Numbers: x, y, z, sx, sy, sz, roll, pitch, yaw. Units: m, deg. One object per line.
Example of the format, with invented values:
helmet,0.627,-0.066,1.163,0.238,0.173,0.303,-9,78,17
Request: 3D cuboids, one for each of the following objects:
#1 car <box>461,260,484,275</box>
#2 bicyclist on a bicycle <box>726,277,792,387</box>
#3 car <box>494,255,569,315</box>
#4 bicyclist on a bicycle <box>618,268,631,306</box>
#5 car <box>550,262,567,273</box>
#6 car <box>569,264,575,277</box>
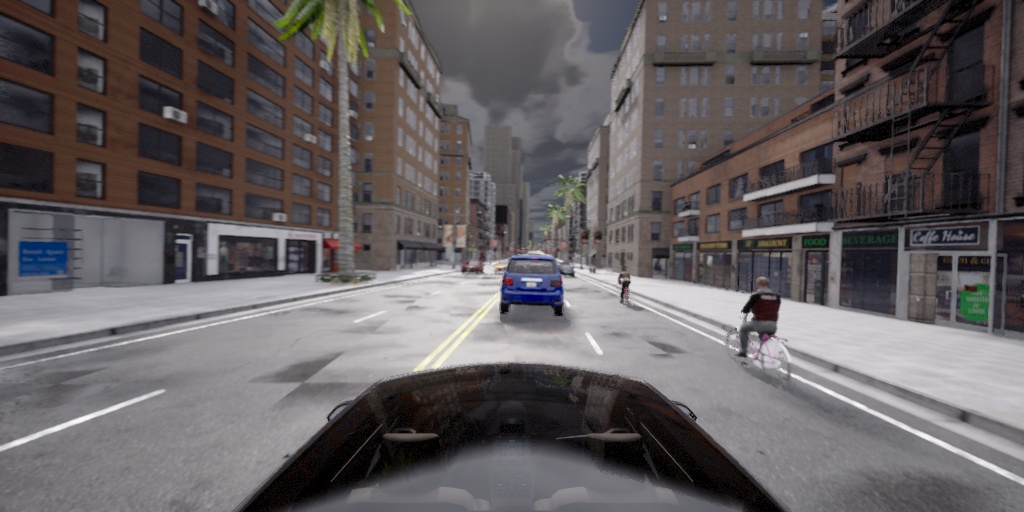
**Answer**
car,-4.228,1.181,38.736,1.882,1.535,5.008,2,0,4
bicyclist on a bicycle,4.318,1.241,6.396,0.659,1.776,1.843,2,0,4
car,0.795,1.005,14.042,2.150,2.045,5.566,2,0,4
bicyclist on a bicycle,4.962,1.353,15.831,0.582,1.620,1.656,2,0,4
car,6.398,1.578,49.968,2.033,1.411,5.357,2,0,4
car,5.750,1.545,39.374,1.994,1.385,4.181,2,0,4
